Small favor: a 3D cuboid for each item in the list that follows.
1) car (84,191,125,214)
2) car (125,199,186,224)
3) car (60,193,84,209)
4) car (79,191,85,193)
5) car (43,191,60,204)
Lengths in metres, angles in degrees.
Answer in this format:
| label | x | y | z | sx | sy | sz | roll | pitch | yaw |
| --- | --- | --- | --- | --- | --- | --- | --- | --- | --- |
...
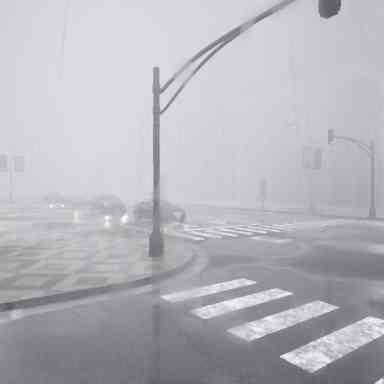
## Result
| label | x | y | z | sx | sy | sz | roll | pitch | yaw |
| --- | --- | --- | --- | --- | --- | --- | --- | --- | --- |
| car | -7.609 | 0.975 | 29.743 | 2.097 | 1.767 | 4.553 | 0 | 1 | -36 |
| car | -2.282 | 1.243 | 22.339 | 2.128 | 1.511 | 4.902 | 0 | 1 | -36 |
| car | -12.849 | 1.094 | 37.038 | 1.895 | 1.301 | 4.718 | 0 | 1 | -36 |
| car | -21.608 | 0.518 | 66.230 | 1.882 | 1.535 | 5.008 | 0 | 1 | -36 |
| car | -18.830 | 0.693 | 45.403 | 2.097 | 1.767 | 4.553 | 0 | 1 | -35 |
